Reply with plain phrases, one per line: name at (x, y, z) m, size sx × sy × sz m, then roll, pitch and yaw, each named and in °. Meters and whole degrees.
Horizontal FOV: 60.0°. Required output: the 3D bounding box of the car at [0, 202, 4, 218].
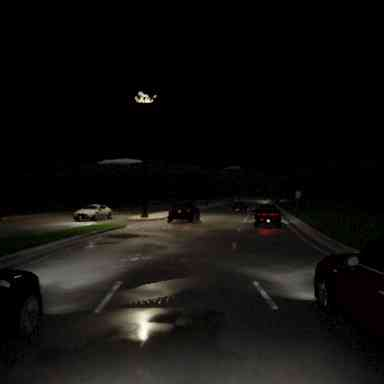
car at (-17.134, 1.504, 25.460) m, size 2.150 × 2.045 × 5.566 m, roll 0°, pitch -1°, yaw 14°

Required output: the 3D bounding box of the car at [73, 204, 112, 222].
car at (-8.845, 1.848, 30.124) m, size 1.812 × 1.442 × 4.674 m, roll 0°, pitch -1°, yaw 13°

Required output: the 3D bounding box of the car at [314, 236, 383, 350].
car at (3.524, 1.401, 4.895) m, size 2.097 × 1.767 × 4.553 m, roll 0°, pitch -1°, yaw 0°

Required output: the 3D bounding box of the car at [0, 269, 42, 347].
car at (-3.401, 1.535, 3.727) m, size 2.128 × 1.511 × 4.902 m, roll 0°, pitch -1°, yaw -2°

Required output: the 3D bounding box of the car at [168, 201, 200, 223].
car at (-0.601, 1.658, 29.235) m, size 2.097 × 1.767 × 4.553 m, roll 0°, pitch -1°, yaw 11°

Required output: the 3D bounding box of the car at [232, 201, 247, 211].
car at (7.175, 2.078, 49.945) m, size 1.994 × 1.385 × 4.181 m, roll 0°, pitch -1°, yaw 12°

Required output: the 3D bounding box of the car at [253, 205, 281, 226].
car at (5.777, 1.766, 25.530) m, size 1.837 × 1.490 × 4.892 m, roll 0°, pitch -1°, yaw 11°
